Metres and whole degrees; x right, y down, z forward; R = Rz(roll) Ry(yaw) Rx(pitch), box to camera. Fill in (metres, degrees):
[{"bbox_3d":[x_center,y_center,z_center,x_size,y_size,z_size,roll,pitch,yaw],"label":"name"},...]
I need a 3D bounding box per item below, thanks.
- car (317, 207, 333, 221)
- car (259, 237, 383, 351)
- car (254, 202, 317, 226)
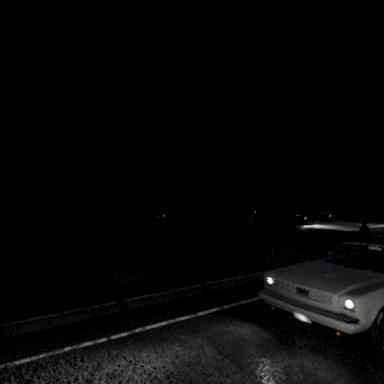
[{"bbox_3d":[8.989,1.585,27.268,2.128,1.511,4.902,0,-1,-39],"label":"car"},{"bbox_3d":[3.521,1.601,6.280,4.718,1.301,1.895,0,0,-33],"label":"car"},{"bbox_3d":[6.631,1.651,24.618,1.994,1.385,4.181,0,-1,-39],"label":"car"}]
